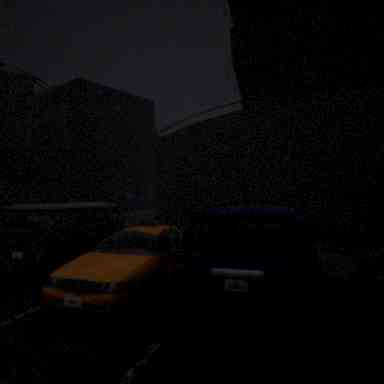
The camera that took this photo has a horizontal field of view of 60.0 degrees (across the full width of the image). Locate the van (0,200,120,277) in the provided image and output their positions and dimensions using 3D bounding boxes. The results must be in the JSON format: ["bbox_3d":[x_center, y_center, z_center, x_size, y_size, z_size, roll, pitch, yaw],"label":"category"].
[{"bbox_3d":[-3.614,1.297,10.119,1.878,1.987,4.442,0,-1,16],"label":"van"}]

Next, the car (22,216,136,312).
[{"bbox_3d":[-1.248,1.507,8.089,1.946,1.575,5.366,0,-1,16],"label":"car"}]

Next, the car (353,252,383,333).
[{"bbox_3d":[3.682,1.499,4.782,2.231,1.521,4.892,0,-1,16],"label":"car"}]

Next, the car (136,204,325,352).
[{"bbox_3d":[1.248,1.254,6.564,2.435,2.045,5.566,0,-1,16],"label":"car"}]
